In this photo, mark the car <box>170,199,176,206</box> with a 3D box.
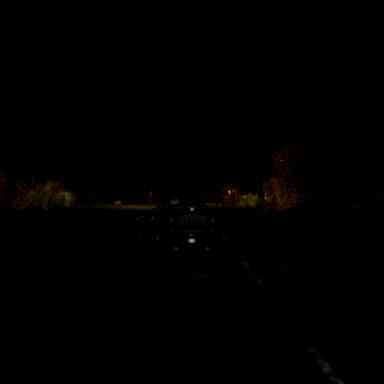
[{"bbox_3d":[-3.574,2.190,71.009,1.882,1.535,5.008,0,-1,0],"label":"car"}]

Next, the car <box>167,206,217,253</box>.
[{"bbox_3d":[0.003,1.617,14.488,1.882,1.535,5.008,0,0,0],"label":"car"}]

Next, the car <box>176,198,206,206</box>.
[{"bbox_3d":[-0.003,1.498,29.025,2.150,2.045,5.566,0,0,0],"label":"car"}]
